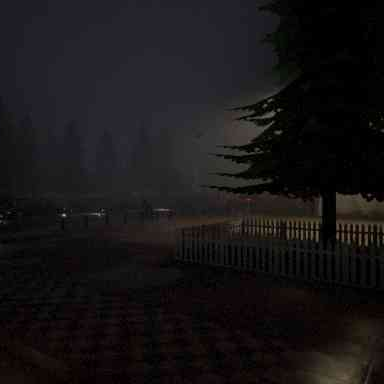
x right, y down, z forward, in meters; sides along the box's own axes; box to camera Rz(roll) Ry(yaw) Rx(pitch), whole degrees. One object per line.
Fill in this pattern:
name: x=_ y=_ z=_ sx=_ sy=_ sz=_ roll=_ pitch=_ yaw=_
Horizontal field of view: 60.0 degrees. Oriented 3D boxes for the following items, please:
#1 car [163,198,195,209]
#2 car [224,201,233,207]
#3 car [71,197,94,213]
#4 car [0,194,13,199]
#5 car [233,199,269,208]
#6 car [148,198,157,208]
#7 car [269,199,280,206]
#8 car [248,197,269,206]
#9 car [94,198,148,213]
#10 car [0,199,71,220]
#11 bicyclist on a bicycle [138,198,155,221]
car: x=-1.646 y=1.547 z=45.649 sx=2.033 sy=1.411 sz=5.357 roll=0 pitch=0 yaw=36
car: x=6.661 y=1.564 z=50.980 sx=1.994 sy=1.385 sz=4.181 roll=0 pitch=0 yaw=37
car: x=-12.546 y=1.352 z=36.412 sx=2.097 sy=1.767 sz=4.553 roll=0 pitch=0 yaw=36
car: x=-18.147 y=1.222 z=28.558 sx=2.150 sy=2.045 sz=5.566 roll=0 pitch=0 yaw=35
car: x=8.432 y=1.221 z=47.417 sx=2.150 sy=2.045 sz=5.566 roll=0 pitch=0 yaw=36
car: x=-6.601 y=1.526 z=44.746 sx=1.812 sy=1.442 sz=4.674 roll=0 pitch=0 yaw=36
car: x=14.342 y=1.547 z=55.718 sx=2.033 sy=1.411 sz=5.357 roll=0 pitch=0 yaw=36
car: x=11.540 y=1.564 z=57.825 sx=1.994 sy=1.385 sz=4.181 roll=0 pitch=0 yaw=36
car: x=-7.815 y=1.547 z=37.020 sx=2.033 sy=1.411 sz=5.357 roll=0 pitch=0 yaw=35
car: x=-13.660 y=1.547 z=28.824 sx=2.033 sy=1.411 sz=5.357 roll=0 pitch=0 yaw=35
bicyclist on a bicycle: x=-3.355 y=1.302 z=24.356 sx=1.656 sy=1.620 sz=0.582 roll=0 pitch=0 yaw=35
